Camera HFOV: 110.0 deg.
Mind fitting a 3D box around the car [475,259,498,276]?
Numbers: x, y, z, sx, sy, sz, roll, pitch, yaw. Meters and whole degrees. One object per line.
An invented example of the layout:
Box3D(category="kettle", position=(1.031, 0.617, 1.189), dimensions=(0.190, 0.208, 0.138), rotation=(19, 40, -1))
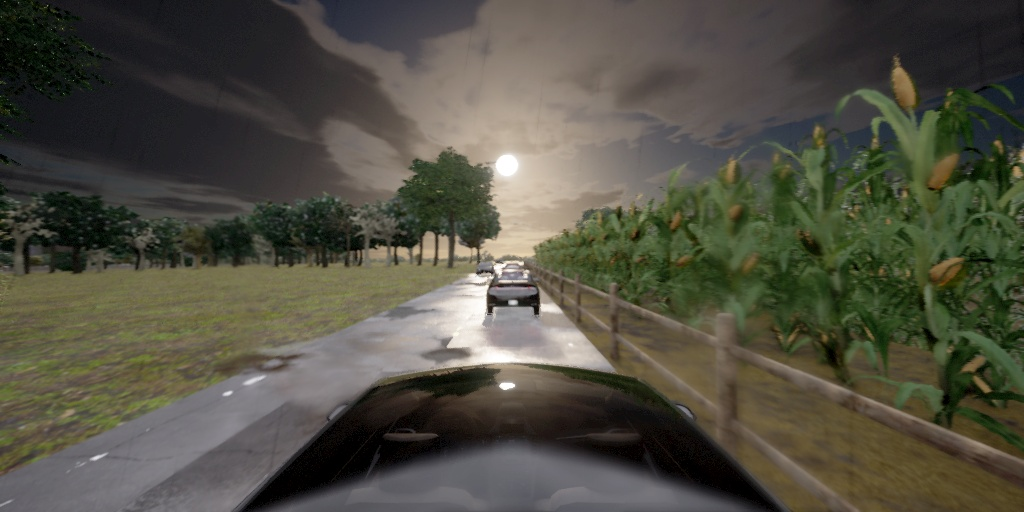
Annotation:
Box3D(category="car", position=(-2.864, 1.385, 39.542), dimensions=(1.837, 1.490, 4.892), rotation=(0, 0, 0))

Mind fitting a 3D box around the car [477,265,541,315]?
Box3D(category="car", position=(0.041, 1.264, 13.762), dimensions=(2.128, 1.511, 4.902), rotation=(0, 0, 0))

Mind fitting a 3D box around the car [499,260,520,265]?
Box3D(category="car", position=(0.065, 1.348, 30.815), dimensions=(1.812, 1.442, 4.674), rotation=(0, 0, 0))
